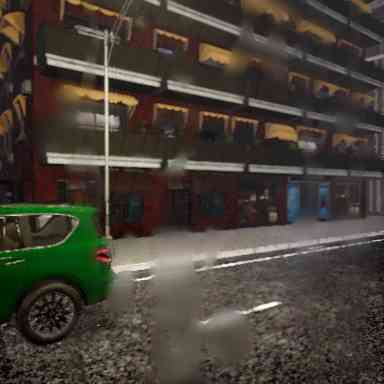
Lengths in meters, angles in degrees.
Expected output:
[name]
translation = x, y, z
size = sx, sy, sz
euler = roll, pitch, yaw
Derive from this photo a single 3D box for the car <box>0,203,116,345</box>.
[car]
translation = -3.924, 1.220, 4.877
size = 5.566, 2.045, 2.150
euler = 0, 0, -35
